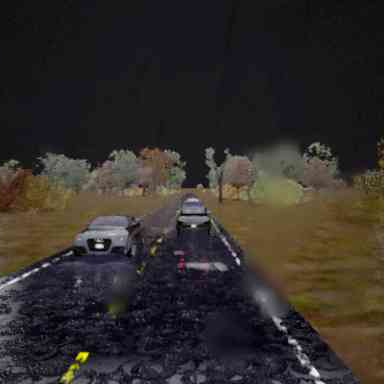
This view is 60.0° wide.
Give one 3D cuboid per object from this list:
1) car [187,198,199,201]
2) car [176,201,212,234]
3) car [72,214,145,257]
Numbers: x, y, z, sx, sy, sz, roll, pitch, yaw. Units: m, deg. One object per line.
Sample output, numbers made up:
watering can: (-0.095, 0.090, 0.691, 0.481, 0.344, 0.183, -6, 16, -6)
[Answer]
car: (0.109, 1.462, 40.449, 1.882, 1.535, 5.008, 0, 0, 0)
car: (0.095, 1.489, 19.093, 2.128, 1.511, 4.902, 0, 0, 0)
car: (-3.007, 1.564, 12.788, 1.994, 1.385, 4.181, 0, 0, 0)
